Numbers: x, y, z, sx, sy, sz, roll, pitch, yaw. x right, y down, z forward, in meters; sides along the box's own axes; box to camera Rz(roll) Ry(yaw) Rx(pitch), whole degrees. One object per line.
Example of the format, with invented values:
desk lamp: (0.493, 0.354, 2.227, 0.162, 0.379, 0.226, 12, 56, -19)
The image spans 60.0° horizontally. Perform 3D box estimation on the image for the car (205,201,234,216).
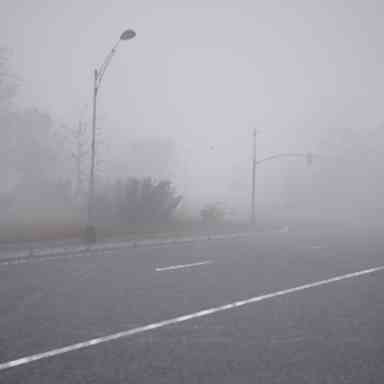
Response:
car: (3.098, 1.851, 38.064, 2.128, 1.511, 4.902, 2, 0, -21)
